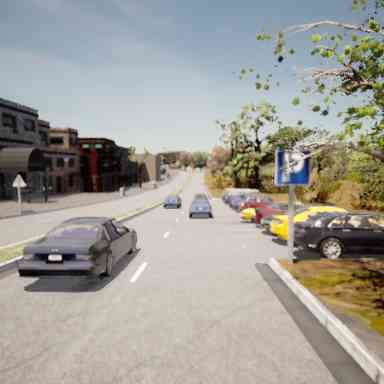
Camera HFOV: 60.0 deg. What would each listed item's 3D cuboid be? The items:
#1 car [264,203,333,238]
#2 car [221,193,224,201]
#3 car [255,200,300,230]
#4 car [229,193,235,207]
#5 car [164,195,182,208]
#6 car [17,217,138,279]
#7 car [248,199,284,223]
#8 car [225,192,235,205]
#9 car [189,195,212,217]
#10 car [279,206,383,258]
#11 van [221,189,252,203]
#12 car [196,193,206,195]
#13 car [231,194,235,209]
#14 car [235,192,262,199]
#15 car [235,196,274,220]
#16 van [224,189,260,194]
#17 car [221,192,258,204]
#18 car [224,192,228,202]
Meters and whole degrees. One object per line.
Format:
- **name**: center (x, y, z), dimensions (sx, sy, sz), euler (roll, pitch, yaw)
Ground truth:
- **car**: center (5.858, 1.384, 14.022), dimensions (5.008, 1.535, 2.097), euler (0, 1, 1)
- **car**: center (6.597, 0.773, 44.437), dimensions (4.553, 1.767, 2.185), euler (0, 1, 1)
- **car**: center (5.939, 1.358, 16.774), dimensions (4.892, 1.521, 2.231), euler (0, 1, 1)
- **car**: center (6.350, 1.165, 33.298), dimensions (4.674, 1.452, 2.002), euler (0, 1, 1)
- **car**: center (-2.208, 1.048, 38.870), dimensions (2.033, 1.411, 5.357), euler (0, 1, 2)
- **car**: center (-2.935, 1.450, 9.761), dimensions (2.033, 1.411, 5.357), euler (0, 0, 1)
- **car**: center (6.031, 1.358, 19.524), dimensions (4.792, 1.488, 2.163), euler (0, 1, 1)
- **car**: center (6.387, 1.105, 36.055), dimensions (4.792, 1.488, 2.163), euler (0, 1, 1)
- **car**: center (0.697, 1.265, 27.442), dimensions (2.033, 1.411, 5.357), euler (0, 1, 1)
- **car**: center (5.788, 1.411, 11.268), dimensions (4.892, 1.521, 2.231), euler (0, 0, 1)
- **van**: center (6.648, 0.538, 49.819), dimensions (4.442, 1.987, 1.878), euler (0, 2, 1)
- **car**: center (1.125, 0.932, 43.105), dimensions (1.837, 1.490, 4.892), euler (0, 2, 2)
- **car**: center (6.276, 1.212, 30.545), dimensions (4.674, 1.452, 2.002), euler (0, 1, 1)
- **car**: center (6.179, 1.093, 27.783), dimensions (4.553, 1.767, 2.185), euler (0, 1, 1)
- **car**: center (5.886, 1.290, 22.288), dimensions (5.366, 1.575, 1.946), euler (0, 1, 1)
- **van**: center (6.673, 0.737, 41.549), dimensions (4.442, 1.987, 1.878), euler (0, 1, 1)
- **car**: center (6.688, 0.835, 47.066), dimensions (4.892, 1.521, 2.231), euler (0, 1, 1)
- **car**: center (6.516, 1.049, 38.805), dimensions (4.792, 1.488, 2.163), euler (0, 1, 1)
